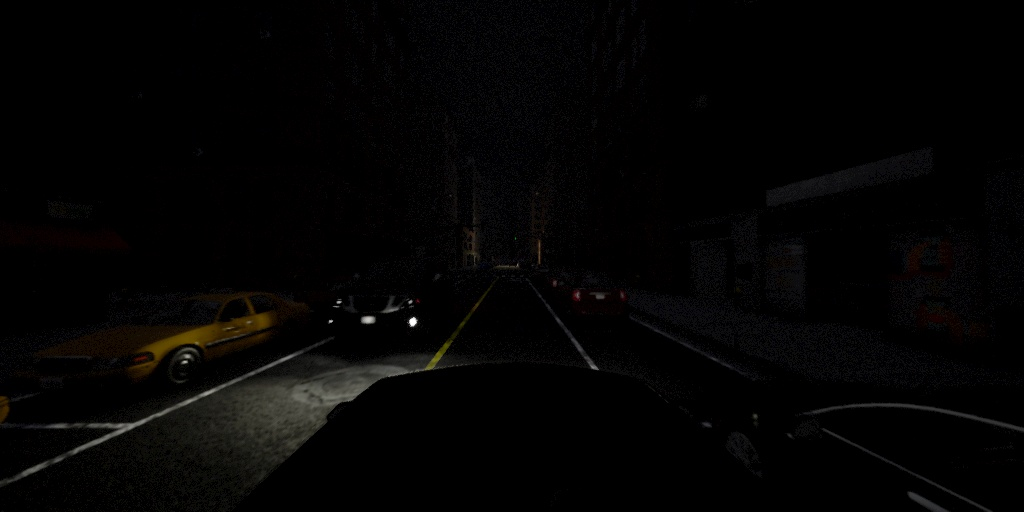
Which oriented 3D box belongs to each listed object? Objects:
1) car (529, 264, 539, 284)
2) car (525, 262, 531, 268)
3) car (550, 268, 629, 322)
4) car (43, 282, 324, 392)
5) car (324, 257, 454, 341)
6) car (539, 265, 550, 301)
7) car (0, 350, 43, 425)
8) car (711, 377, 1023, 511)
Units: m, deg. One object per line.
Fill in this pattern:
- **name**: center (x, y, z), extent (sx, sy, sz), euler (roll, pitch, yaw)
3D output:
- **car**: center (2.665, 1.556, 29.529), extent (1.802, 1.307, 4.207), euler (0, 0, 0)
- **car**: center (2.664, 1.571, 35.122), extent (2.007, 1.370, 4.403), euler (0, 0, 0)
- **car**: center (2.667, 1.277, 12.746), extent (1.967, 1.591, 4.097), euler (0, 0, 0)
- **car**: center (-5.857, 1.319, 6.970), extent (1.751, 1.417, 4.829), euler (0, 0, 0)
- **car**: center (-3.102, 1.041, 10.503), extent (2.150, 2.045, 5.566), euler (0, 0, 0)
- **car**: center (2.666, 1.323, 18.340), extent (1.967, 1.591, 4.097), euler (0, 0, 0)
- **car**: center (-5.857, 1.275, 1.374), extent (1.751, 1.417, 4.829), euler (0, 0, 0)
- **car**: center (2.669, 1.299, 1.558), extent (2.007, 1.370, 4.403), euler (0, 0, 0)
